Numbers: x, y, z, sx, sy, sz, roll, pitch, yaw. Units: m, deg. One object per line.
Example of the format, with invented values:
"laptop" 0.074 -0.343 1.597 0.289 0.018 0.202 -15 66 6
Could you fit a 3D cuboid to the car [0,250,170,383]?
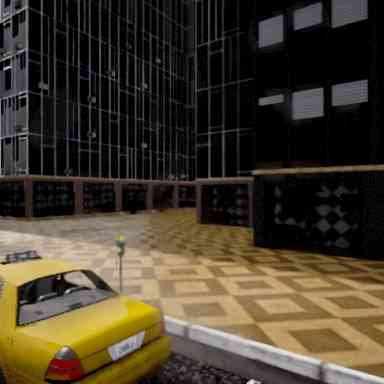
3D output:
"car" -2.537 1.503 4.686 4.829 1.417 1.752 0 0 35
